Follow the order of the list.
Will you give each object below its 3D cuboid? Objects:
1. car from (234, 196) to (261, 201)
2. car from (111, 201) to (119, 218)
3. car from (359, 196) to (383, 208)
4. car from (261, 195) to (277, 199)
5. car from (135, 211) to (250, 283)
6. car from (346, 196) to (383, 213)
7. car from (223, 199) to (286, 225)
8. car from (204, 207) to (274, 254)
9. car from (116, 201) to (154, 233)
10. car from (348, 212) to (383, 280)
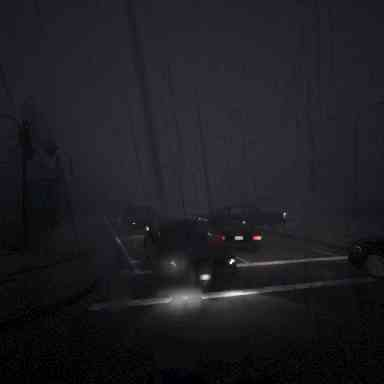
[{"bbox_3d":[7.307,1.287,46.187,2.007,1.523,4.514,0,0,-17],"label":"car"},{"bbox_3d":[-6.290,1.515,30.106,2.033,1.411,5.357,0,0,-17],"label":"car"},{"bbox_3d":[23.857,1.273,43.239,1.845,1.501,3.633,0,0,-17],"label":"car"},{"bbox_3d":[10.294,1.277,47.147,2.152,1.636,5.027,0,0,-17],"label":"car"},{"bbox_3d":[-0.369,1.543,10.128,2.033,1.411,5.357,0,0,-15],"label":"car"},{"bbox_3d":[15.568,1.355,29.241,1.970,1.475,3.806,0,0,-17],"label":"car"},{"bbox_3d":[2.850,1.466,19.861,5.357,1.411,2.033,-3,1,-17],"label":"car"},{"bbox_3d":[1.355,1.539,13.286,2.033,1.411,5.357,0,0,-4],"label":"car"},{"bbox_3d":[-3.116,1.529,19.958,2.033,1.411,5.357,0,0,-17],"label":"car"},{"bbox_3d":[6.587,1.475,8.204,5.008,1.535,1.882,0,0,39],"label":"car"}]
